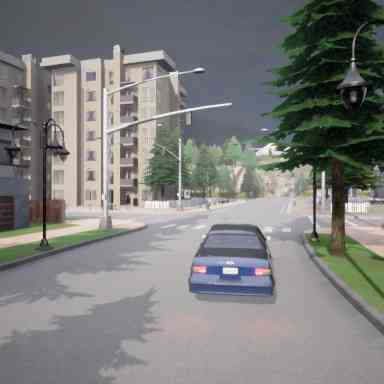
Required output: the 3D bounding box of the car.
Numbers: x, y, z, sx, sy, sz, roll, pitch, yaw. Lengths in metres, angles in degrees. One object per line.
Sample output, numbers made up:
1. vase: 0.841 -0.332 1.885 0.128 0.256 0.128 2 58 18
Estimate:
1. car: 1.133 1.547 8.810 2.033 1.411 5.357 0 0 9
